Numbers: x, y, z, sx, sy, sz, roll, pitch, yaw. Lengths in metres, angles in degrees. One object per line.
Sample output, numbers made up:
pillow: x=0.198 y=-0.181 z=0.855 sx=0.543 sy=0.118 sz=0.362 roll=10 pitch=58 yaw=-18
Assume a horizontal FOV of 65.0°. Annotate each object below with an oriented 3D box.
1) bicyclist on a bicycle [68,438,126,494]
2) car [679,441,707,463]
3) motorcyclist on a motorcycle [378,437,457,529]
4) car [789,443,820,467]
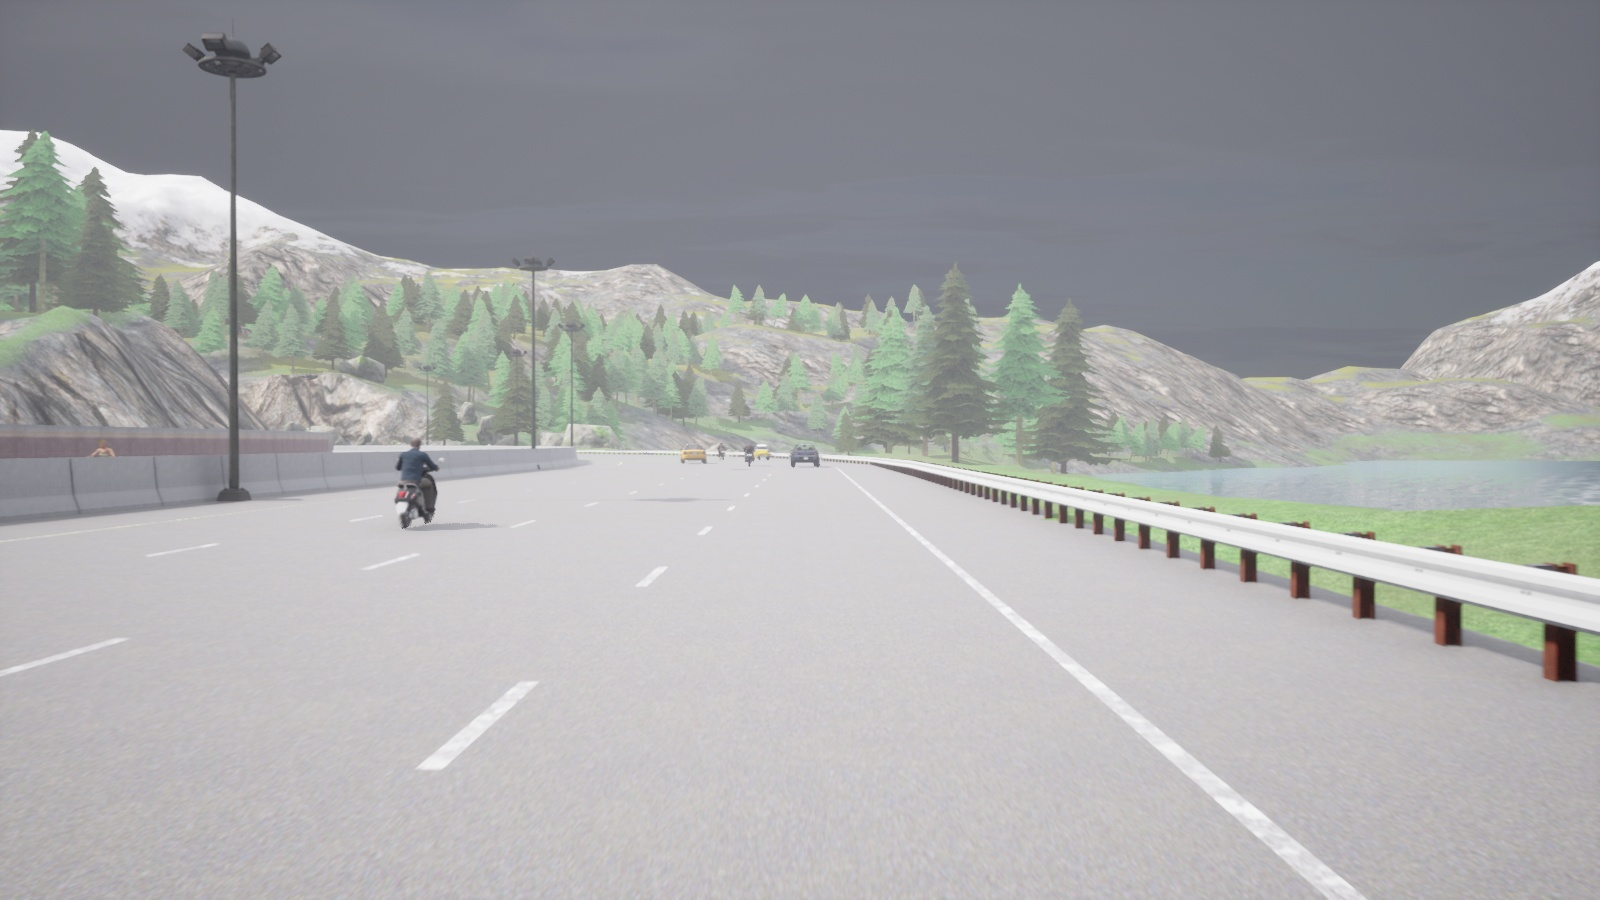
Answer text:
bicyclist on a bicycle: x=-20.776 y=0.457 z=37.163 sx=0.866 sy=1.612 sz=1.509 roll=0 pitch=0 yaw=0
car: x=-7.913 y=0.157 z=92.682 sx=1.801 sy=1.575 sz=5.366 roll=0 pitch=0 yaw=-7
motorcyclist on a motorcycle: x=-6.855 y=0.567 z=22.604 sx=0.866 sy=1.590 sz=1.817 roll=0 pitch=0 yaw=0
car: x=0.253 y=0.311 z=79.610 sx=1.816 sy=1.474 sz=4.193 roll=0 pitch=0 yaw=-2
